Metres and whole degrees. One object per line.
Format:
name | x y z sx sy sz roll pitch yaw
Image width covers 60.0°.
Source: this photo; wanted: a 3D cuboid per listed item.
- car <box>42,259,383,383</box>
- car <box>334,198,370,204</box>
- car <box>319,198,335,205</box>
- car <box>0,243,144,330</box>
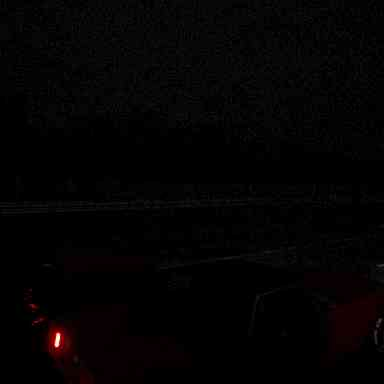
car | 0.824 1.587 4.316 4.718 1.301 1.895 0 0 -35
car | 18.914 1.486 38.198 4.718 1.301 1.895 0 0 -34
car | 18.278 1.428 41.980 5.357 1.411 2.033 0 0 -34
car | -2.940 1.595 5.935 4.718 1.301 1.895 0 0 -36
